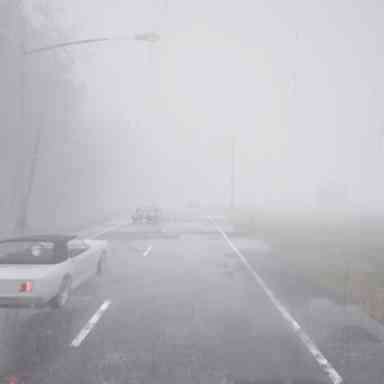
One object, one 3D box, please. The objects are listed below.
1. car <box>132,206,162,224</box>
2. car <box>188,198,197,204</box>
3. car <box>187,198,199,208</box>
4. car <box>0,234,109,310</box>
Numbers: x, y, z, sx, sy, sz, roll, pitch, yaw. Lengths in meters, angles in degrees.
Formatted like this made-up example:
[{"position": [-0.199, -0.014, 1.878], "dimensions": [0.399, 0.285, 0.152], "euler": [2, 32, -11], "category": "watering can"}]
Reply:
[{"position": [-3.390, 1.748, 25.987], "dimensions": [1.895, 1.301, 4.718], "euler": [0, 0, 0], "category": "car"}, {"position": [0.040, 2.012, 73.005], "dimensions": [1.895, 1.301, 4.718], "euler": [0, 0, 0], "category": "car"}, {"position": [0.127, 1.870, 53.986], "dimensions": [1.994, 1.385, 4.181], "euler": [0, 0, 0], "category": "car"}, {"position": [-3.398, 1.646, 7.882], "dimensions": [1.895, 1.301, 4.718], "euler": [0, 0, 0], "category": "car"}]
